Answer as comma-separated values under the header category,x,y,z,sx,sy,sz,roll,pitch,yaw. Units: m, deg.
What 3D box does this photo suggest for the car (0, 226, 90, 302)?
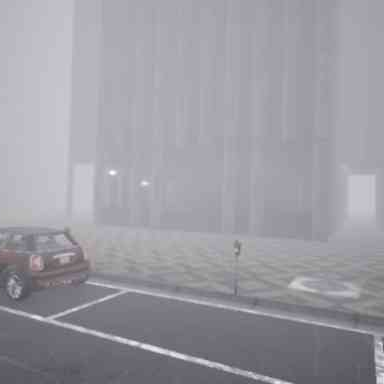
category,x,y,z,sx,sy,sz,roll,pitch,yaw
car,-4.708,1.601,8.680,4.097,1.590,1.967,1,-2,27
